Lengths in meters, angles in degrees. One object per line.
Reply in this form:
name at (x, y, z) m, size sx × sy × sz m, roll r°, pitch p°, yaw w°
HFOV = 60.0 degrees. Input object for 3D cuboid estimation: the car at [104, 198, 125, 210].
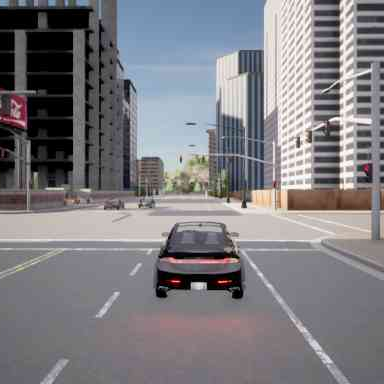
car at (-9.993, 1.526, 43.060) m, size 1.812 × 1.442 × 4.674 m, roll 0°, pitch 0°, yaw 1°

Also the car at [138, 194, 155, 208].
car at (-6.422, 1.491, 47.503) m, size 2.128 × 1.511 × 4.902 m, roll 0°, pitch 0°, yaw 1°

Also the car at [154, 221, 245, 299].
car at (0.205, 1.492, 8.460) m, size 2.128 × 1.511 × 4.902 m, roll 0°, pitch 0°, yaw 2°
